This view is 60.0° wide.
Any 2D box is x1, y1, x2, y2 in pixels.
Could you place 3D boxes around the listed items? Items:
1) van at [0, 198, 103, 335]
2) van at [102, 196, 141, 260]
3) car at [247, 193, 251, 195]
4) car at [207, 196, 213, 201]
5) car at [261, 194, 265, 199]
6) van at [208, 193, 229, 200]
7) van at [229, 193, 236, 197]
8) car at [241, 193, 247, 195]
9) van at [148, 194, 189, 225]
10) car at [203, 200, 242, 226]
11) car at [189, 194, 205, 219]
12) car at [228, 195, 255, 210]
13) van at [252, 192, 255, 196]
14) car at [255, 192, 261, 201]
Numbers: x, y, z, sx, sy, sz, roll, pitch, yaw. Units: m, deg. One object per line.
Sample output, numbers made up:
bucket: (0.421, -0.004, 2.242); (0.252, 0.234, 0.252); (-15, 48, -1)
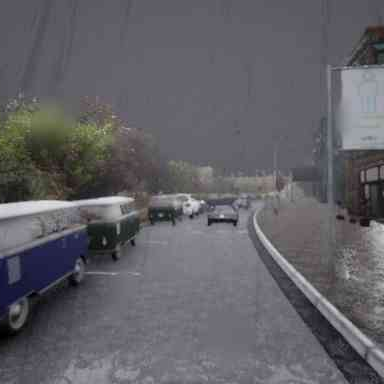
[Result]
van: (-3.488, 1.215, 6.661); (1.878, 1.987, 4.442); (-2, 1, 2)
van: (-3.115, 1.199, 12.229); (1.878, 1.987, 4.442); (-2, 1, 3)
car: (9.896, 1.384, 66.031); (2.231, 1.521, 4.892); (-1, 1, 16)
car: (0.491, 1.465, 34.169); (2.002, 1.452, 4.674); (-1, 1, 13)
car: (17.028, 1.128, 88.318); (2.435, 2.045, 5.566); (-1, 0, 18)
van: (3.343, 1.192, 45.055); (1.878, 1.987, 4.442); (-1, 1, 15)
van: (6.231, 1.179, 54.579); (1.878, 1.987, 4.442); (-1, 1, 15)
car: (8.216, 1.424, 60.782); (2.163, 1.488, 4.792); (-1, 1, 16)
van: (-1.699, 1.193, 23.325); (1.878, 1.987, 4.442); (-1, 1, 8)
car: (2.201, 1.491, 22.915); (1.994, 1.385, 4.181); (0, 0, 9)
car: (-0.707, 1.172, 28.737); (2.435, 2.045, 5.566); (-1, 1, 9)
car: (6.174, 1.463, 40.928); (2.033, 1.411, 5.357); (0, 0, 15)
van: (11.633, 1.171, 71.444); (1.878, 1.987, 4.442); (-1, 0, 20)
car: (14.975, 1.416, 81.894); (2.002, 1.452, 4.674); (-1, 0, 18)
